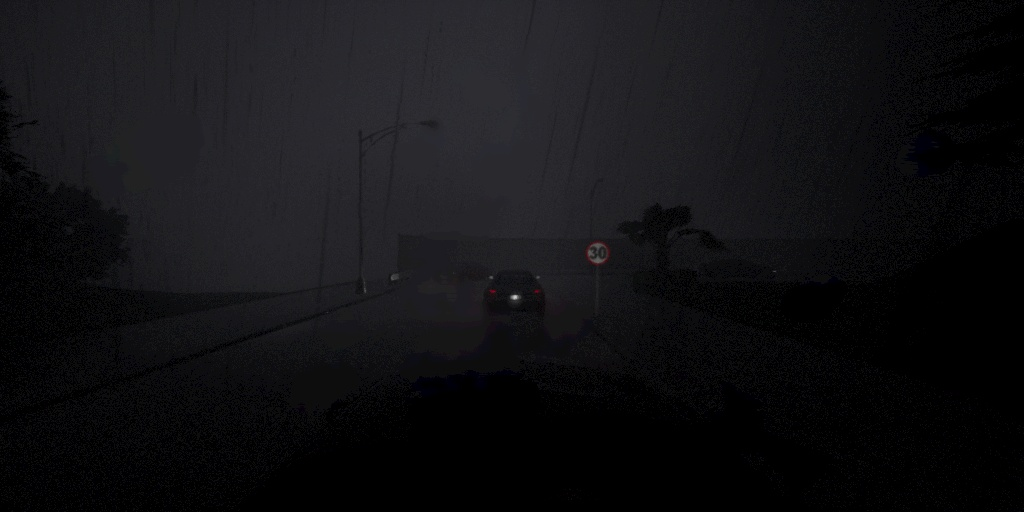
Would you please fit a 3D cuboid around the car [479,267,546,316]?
[{"bbox_3d":[0.098,1.173,12.682,1.994,1.385,4.181,0,1,0],"label":"car"}]

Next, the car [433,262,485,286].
[{"bbox_3d":[-3.030,1.048,22.616,1.994,1.385,4.181,0,1,28],"label":"car"}]

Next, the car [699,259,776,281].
[{"bbox_3d":[15.939,0.951,25.446,4.892,1.490,1.837,0,0,1],"label":"car"}]
